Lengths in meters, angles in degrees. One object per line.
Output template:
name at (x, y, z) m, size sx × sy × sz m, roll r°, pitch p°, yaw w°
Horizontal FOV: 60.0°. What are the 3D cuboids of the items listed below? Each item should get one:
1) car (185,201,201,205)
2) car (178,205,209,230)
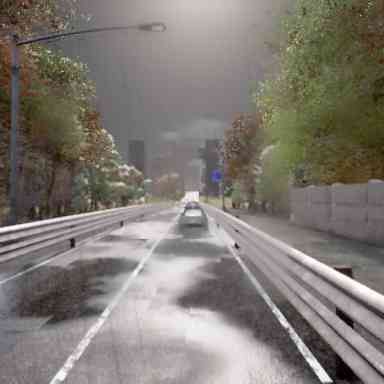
car at (0.090, 1.996, 44.342) m, size 2.097 × 1.767 × 4.553 m, roll 0°, pitch -1°, yaw 0°
car at (0.097, 1.805, 22.788) m, size 1.994 × 1.385 × 4.181 m, roll 0°, pitch -1°, yaw 0°
